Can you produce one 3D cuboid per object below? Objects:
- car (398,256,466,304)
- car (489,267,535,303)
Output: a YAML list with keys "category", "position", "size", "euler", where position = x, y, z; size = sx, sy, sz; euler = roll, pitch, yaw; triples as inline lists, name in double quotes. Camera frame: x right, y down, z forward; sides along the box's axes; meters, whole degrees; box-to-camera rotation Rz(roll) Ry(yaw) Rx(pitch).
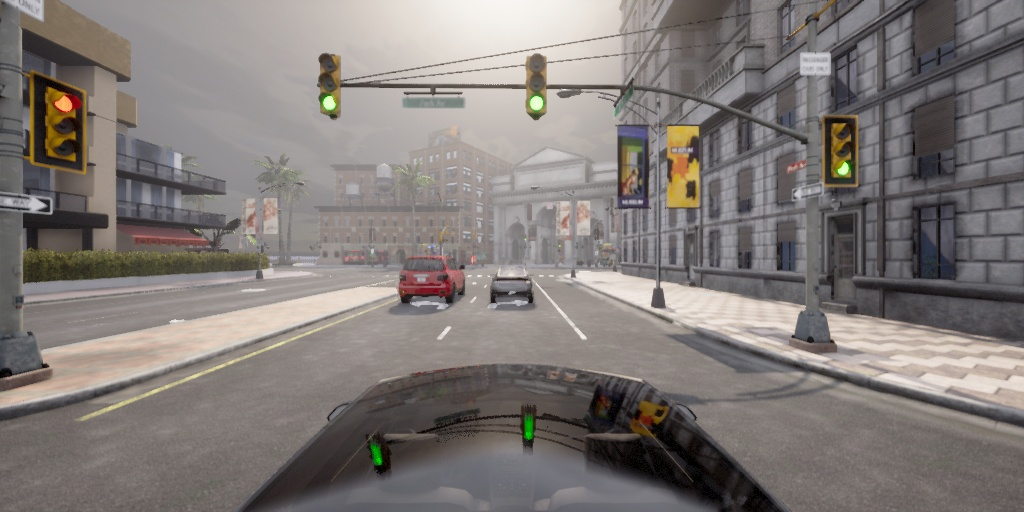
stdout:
- category: "car"
  position: [-3.500, 1.006, 16.530]
  size: [2.150, 2.045, 5.566]
  euler: [0, 0, 0]
- category: "car"
  position: [0.000, 1.243, 16.500]
  size: [2.128, 1.511, 4.902]
  euler: [0, 0, 0]
